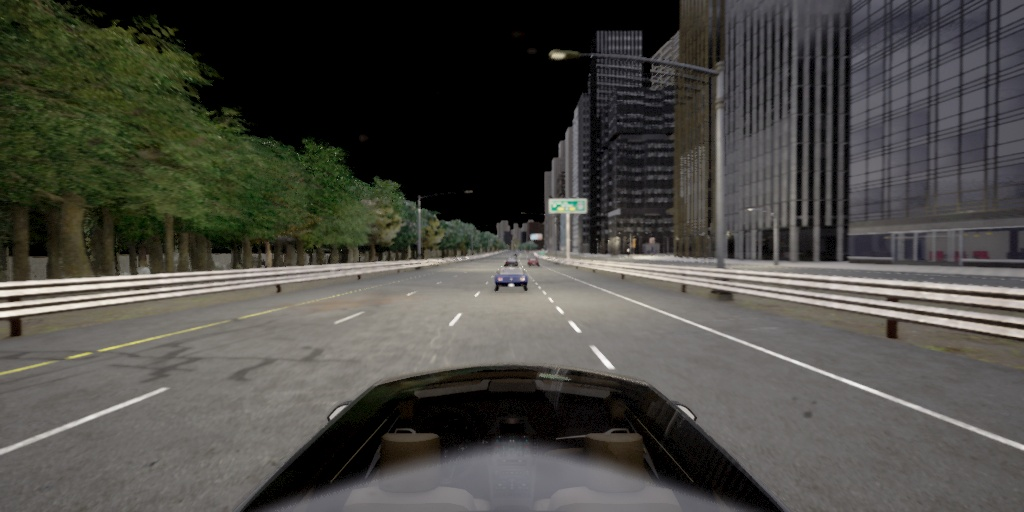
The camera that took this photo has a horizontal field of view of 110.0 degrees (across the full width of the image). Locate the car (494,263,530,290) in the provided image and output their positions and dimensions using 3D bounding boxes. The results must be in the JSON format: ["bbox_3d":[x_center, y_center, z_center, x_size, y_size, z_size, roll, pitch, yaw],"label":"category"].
[{"bbox_3d":[-0.041,1.298,21.776,1.895,1.301,4.718,0,0,0],"label":"car"}]

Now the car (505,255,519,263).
[{"bbox_3d":[-0.032,1.058,50.263,1.882,1.535,5.008,0,0,0],"label":"car"}]

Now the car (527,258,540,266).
[{"bbox_3d":[3.614,1.026,61.750,1.812,1.442,4.674,0,0,0],"label":"car"}]
